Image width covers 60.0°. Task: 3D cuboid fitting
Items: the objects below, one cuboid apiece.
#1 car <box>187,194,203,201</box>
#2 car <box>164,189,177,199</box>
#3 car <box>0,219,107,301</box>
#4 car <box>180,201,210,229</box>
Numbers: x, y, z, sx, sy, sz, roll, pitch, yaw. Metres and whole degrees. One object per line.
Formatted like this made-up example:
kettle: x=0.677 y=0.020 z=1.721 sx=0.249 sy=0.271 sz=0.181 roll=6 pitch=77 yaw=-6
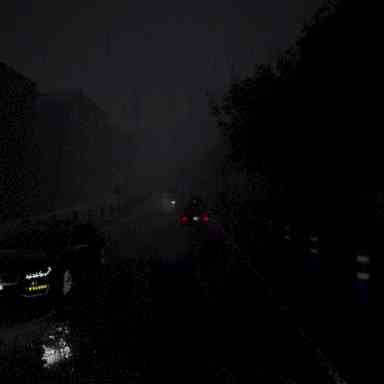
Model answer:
car: x=0.324 y=0.972 z=41.268 sx=1.994 sy=1.385 sz=4.181 roll=0 pitch=3 yaw=0
car: x=-3.290 y=0.270 z=51.547 sx=2.128 sy=1.511 sz=4.902 roll=0 pitch=4 yaw=1
car: x=-3.558 y=1.522 z=8.565 sx=1.837 sy=1.490 sz=4.892 roll=0 pitch=0 yaw=0
car: x=0.211 y=1.560 z=21.749 sx=2.033 sy=1.411 sz=5.357 roll=0 pitch=1 yaw=0
